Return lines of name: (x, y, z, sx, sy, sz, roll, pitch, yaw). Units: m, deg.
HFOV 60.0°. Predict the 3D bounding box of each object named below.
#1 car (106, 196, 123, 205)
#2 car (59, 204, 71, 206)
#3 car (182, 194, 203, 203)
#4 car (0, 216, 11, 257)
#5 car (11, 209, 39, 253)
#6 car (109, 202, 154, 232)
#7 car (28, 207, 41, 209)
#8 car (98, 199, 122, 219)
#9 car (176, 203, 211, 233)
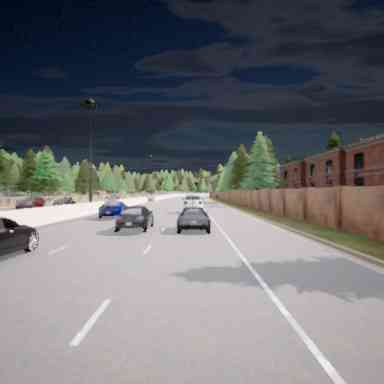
car: (-14.012, 1.570, 60.090, 1.882, 1.535, 5.008, 0, 0, 0)
car: (-17.579, 1.576, 45.802, 1.837, 1.490, 4.892, 0, -1, 0)
car: (0.097, 1.281, 37.845, 2.150, 2.045, 5.566, 0, 0, 0)
car: (-3.400, 1.223, 1.425, 2.150, 2.045, 5.566, 0, 0, 0)
car: (-6.901, 1.521, 11.057, 1.837, 1.490, 4.892, 0, 0, 0)
car: (-3.405, 1.556, 20.151, 1.812, 1.442, 4.674, 0, 0, 0)
car: (-21.083, 1.416, 43.608, 2.097, 1.767, 4.553, 0, 0, 0)
car: (-6.904, 1.523, 29.758, 1.882, 1.535, 5.008, 0, 0, 0)
car: (0.097, 1.595, 20.092, 1.994, 1.385, 4.181, 0, 0, 0)
